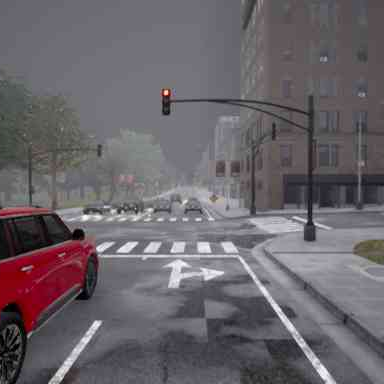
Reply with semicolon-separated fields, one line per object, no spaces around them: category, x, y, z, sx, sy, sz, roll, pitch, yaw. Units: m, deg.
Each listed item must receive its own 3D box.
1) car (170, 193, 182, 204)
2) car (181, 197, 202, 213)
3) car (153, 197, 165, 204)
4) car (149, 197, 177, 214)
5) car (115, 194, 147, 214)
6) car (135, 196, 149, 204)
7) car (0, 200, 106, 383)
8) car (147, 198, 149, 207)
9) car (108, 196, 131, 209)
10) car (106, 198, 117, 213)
car;-3.104;1.304;64.699;2.150;2.045;5.566;0;0;1
car;0.150;1.563;36.416;2.033;1.411;5.357;0;0;0
car;-6.435;1.647;65.018;1.994;1.385;4.181;0;0;1
car;-3.095;1.563;36.264;2.033;1.411;5.357;0;0;0
car;-6.548;1.237;35.828;2.150;2.045;5.566;0;0;0
car;-9.686;1.574;64.773;2.128;1.511;4.902;0;0;1
car;-3.118;1.212;5.174;2.150;2.045;5.566;0;-1;-2
car;-6.528;1.565;47.184;1.812;1.442;4.674;0;0;0
car;-9.779;1.388;45.382;2.097;1.767;4.553;0;0;0
car;-9.800;1.561;34.943;2.033;1.411;5.357;0;0;0
